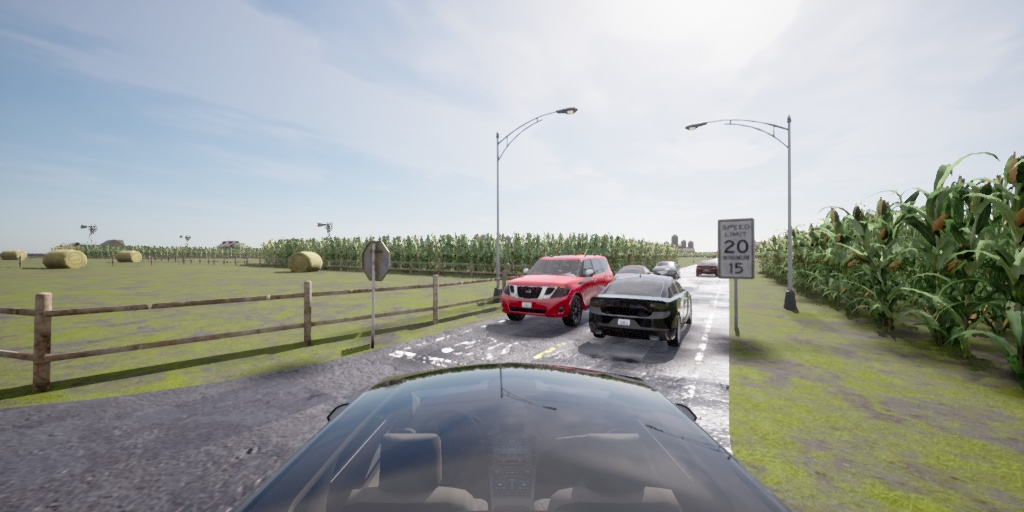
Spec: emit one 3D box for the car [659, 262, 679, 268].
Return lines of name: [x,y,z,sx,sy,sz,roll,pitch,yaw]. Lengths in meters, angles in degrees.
car: [13.602,1.256,31.564,2.128,1.511,4.902,0,0,31]

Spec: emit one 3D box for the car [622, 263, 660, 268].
car: [7.006,1.293,20.695,1.812,1.442,4.674,0,0,31]

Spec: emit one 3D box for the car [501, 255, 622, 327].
car: [1.834,0.987,12.163,2.150,2.045,5.566,0,0,31]

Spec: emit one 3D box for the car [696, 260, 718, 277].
car: [19.753,1.229,36.133,1.882,1.535,5.008,0,0,32]

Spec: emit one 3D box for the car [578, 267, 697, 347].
car: [3.618,1.231,9.601,1.882,1.535,5.008,0,0,31]
